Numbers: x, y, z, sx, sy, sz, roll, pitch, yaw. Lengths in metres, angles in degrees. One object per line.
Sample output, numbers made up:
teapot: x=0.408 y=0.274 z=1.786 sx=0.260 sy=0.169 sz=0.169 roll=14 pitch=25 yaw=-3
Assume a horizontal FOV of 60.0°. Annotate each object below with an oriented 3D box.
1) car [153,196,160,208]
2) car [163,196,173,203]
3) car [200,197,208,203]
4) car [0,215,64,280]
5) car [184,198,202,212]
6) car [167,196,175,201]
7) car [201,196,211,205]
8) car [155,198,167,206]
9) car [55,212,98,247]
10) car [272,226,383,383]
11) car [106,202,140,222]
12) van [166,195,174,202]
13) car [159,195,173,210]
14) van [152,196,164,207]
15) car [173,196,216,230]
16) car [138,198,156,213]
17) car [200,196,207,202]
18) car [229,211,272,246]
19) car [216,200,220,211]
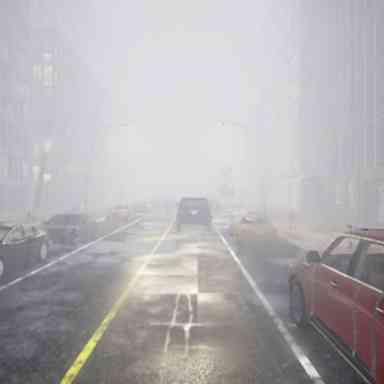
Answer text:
car: x=-5.612 y=1.692 z=49.531 sx=1.887 sy=1.381 sz=4.507 roll=0 pitch=0 yaw=0
car: x=-5.567 y=1.658 z=77.991 sx=1.967 sy=1.590 sz=4.097 roll=0 pitch=0 yaw=0
car: x=2.813 y=1.800 z=77.964 sx=1.802 sy=1.307 sz=4.206 roll=0 pitch=0 yaw=0
car: x=-5.673 y=1.583 z=9.685 sx=2.008 sy=1.369 sz=4.403 roll=0 pitch=0 yaw=0
car: x=0.164 y=1.619 z=42.423 sx=2.128 sy=1.511 sz=4.902 roll=0 pitch=0 yaw=0
car: x=-5.550 y=1.809 z=89.377 sx=1.947 sy=1.339 sz=4.313 roll=0 pitch=0 yaw=0
car: x=2.796 y=1.632 z=66.580 sx=1.967 sy=1.590 sz=4.097 roll=0 pitch=0 yaw=0
car: x=-5.594 y=1.759 z=60.916 sx=1.802 sy=1.307 sz=4.206 roll=0 pitch=0 yaw=0
car: x=-5.665 y=1.616 z=15.378 sx=1.947 sy=1.339 sz=4.313 roll=0 pitch=0 yaw=0
car: x=2.700 y=1.329 z=3.969 sx=2.192 sy=1.841 sz=5.009 roll=0 pitch=0 yaw=0
car: x=-5.646 y=1.666 z=26.761 sx=1.802 sy=1.307 sz=4.206 roll=0 pitch=0 yaw=0
van: x=-5.557 y=1.572 z=83.685 sx=1.690 sy=1.788 sz=3.998 roll=0 pitch=0 yaw=0
car: x=-2.961 y=1.615 z=45.657 sx=1.882 sy=1.535 sz=5.008 roll=0 pitch=0 yaw=1
van: x=-5.602 y=1.504 z=55.224 sx=1.690 sy=1.788 sz=3.998 roll=0 pitch=0 yaw=0
car: x=0.132 y=1.294 z=21.627 sx=2.150 sy=2.045 sz=5.566 roll=0 pitch=0 yaw=0
car: x=-5.629 y=1.667 z=38.146 sx=2.008 sy=1.369 sz=4.403 roll=0 pitch=0 yaw=0
car: x=2.822 y=1.757 z=83.826 sx=1.752 sy=1.417 sz=4.829 roll=0 pitch=0 yaw=0
car: x=2.717 y=1.577 z=15.522 sx=1.752 sy=1.417 sz=4.829 roll=0 pitch=0 yaw=0
car: x=2.760 y=1.699 z=43.813 sx=1.947 sy=1.339 sz=4.313 roll=0 pitch=0 yaw=0
